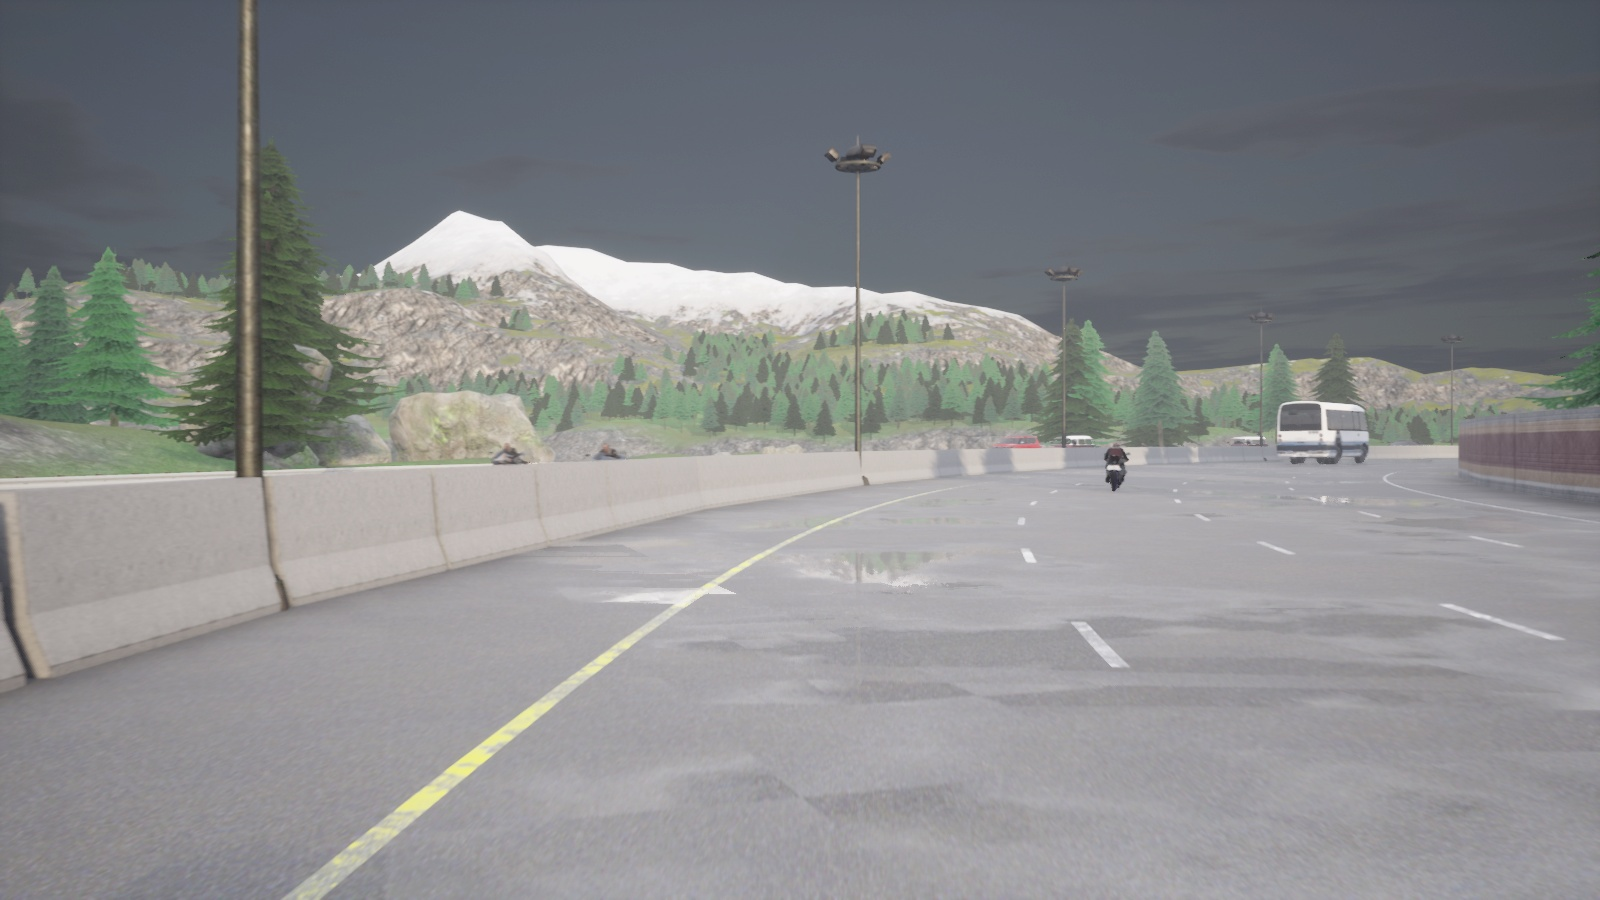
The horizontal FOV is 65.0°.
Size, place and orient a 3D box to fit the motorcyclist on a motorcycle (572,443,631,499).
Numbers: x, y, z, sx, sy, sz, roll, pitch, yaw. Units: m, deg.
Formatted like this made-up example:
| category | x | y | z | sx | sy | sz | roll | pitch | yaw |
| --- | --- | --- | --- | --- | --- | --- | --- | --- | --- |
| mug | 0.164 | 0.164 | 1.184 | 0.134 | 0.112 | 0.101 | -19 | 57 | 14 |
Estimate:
| category | x | y | z | sx | sy | sz | roll | pitch | yaw |
| --- | --- | --- | --- | --- | --- | --- | --- | --- | --- |
| motorcyclist on a motorcycle | -5.655 | 0.574 | 35.930 | 0.866 | 1.530 | 2.191 | 1 | 1 | 15 |

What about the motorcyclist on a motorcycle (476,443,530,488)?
| category | x | y | z | sx | sy | sz | roll | pitch | yaw |
| --- | --- | --- | --- | --- | --- | --- | --- | --- | --- |
| motorcyclist on a motorcycle | -10.505 | 0.521 | 44.458 | 0.866 | 1.530 | 2.191 | 1 | 1 | 17 |

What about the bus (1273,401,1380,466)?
| category | x | y | z | sx | sy | sz | roll | pitch | yaw |
| --- | --- | --- | --- | --- | --- | --- | --- | --- | --- |
| bus | 36.952 | -1.092 | 87.833 | 3.944 | 4.253 | 10.273 | 0 | 0 | 40 |

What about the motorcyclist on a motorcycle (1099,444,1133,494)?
| category | x | y | z | sx | sy | sz | roll | pitch | yaw |
| --- | --- | --- | --- | --- | --- | --- | --- | --- | --- |
| motorcyclist on a motorcycle | 9.971 | 0.567 | 39.601 | 0.866 | 1.530 | 2.191 | 1 | 1 | 18 |

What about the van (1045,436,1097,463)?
| category | x | y | z | sx | sy | sz | roll | pitch | yaw |
| --- | --- | --- | --- | --- | --- | --- | --- | --- | --- |
| van | 20.639 | -0.050 | 95.548 | 2.069 | 2.038 | 4.480 | 0 | 0 | 39 |
